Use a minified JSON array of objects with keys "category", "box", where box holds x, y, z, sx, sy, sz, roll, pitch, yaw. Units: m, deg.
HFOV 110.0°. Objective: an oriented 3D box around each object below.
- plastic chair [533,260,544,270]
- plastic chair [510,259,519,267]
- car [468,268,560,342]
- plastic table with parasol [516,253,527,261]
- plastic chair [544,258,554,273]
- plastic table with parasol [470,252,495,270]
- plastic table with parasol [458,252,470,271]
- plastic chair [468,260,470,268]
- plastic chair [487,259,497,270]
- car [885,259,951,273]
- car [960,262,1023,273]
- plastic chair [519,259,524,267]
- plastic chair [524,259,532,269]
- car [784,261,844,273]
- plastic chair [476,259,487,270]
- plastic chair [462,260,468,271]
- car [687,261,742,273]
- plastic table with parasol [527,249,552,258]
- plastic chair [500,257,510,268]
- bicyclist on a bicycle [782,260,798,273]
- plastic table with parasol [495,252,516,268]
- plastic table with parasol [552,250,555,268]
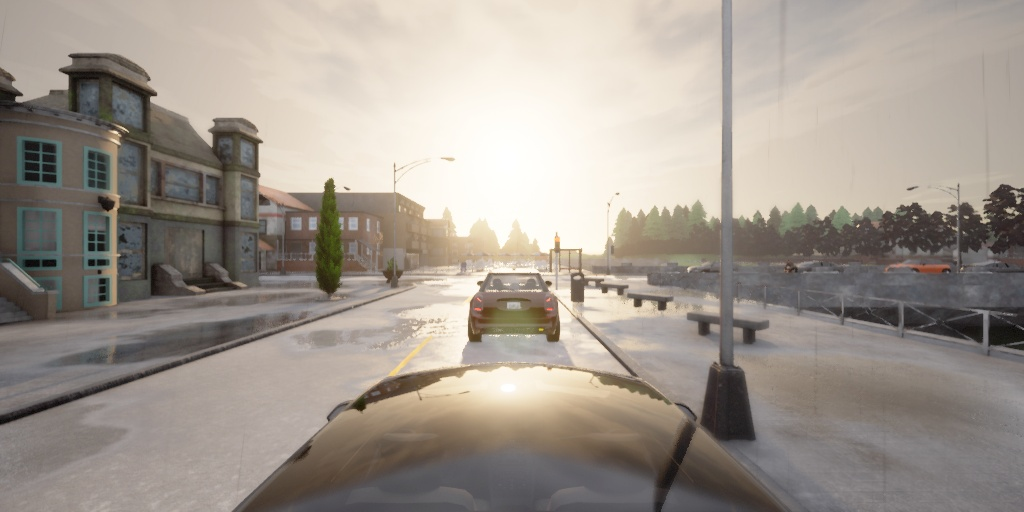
[{"category":"plastic chair","box":[3.596,1.263,47.882,0.750,1.272,0.730,0,0,0]},{"category":"plastic chair","box":[0.326,1.259,56.794,0.730,1.272,0.750,0,0,0]},{"category":"car","box":[0.066,1.099,9.953,2.097,1.767,4.553,0,0,1]},{"category":"plastic table with parasol","box":[1.373,0.653,64.500,2.482,2.480,2.482,0,0,0]},{"category":"plastic chair","box":[5.000,1.262,48.978,0.730,1.272,0.750,0,0,0]},{"category":"plastic table with parasol","box":[-4.077,0.658,49.929,2.482,2.480,2.482,0,0,0]},{"category":"plastic table with parasol","box":[-6.945,0.656,56.528,2.482,2.480,2.482,0,0,0]},{"category":"plastic chair","box":[-5.397,1.262,50.013,0.730,1.272,0.750,0,0,0]},{"category":"plastic chair","box":[-2.797,1.262,49.804,0.730,1.272,0.750,0,0,0]},{"category":"car","box":[38.350,1.090,33.950,4.553,1.767,2.097,0,0,0]},{"category":"car","box":[40.466,1.245,29.852,4.892,1.490,1.837,0,0,1]},{"category":"plastic chair","box":[1.252,1.257,63.322,0.750,1.272,0.730,0,0,0]},{"category":"plastic chair","box":[2.401,1.262,49.187,0.730,1.272,0.750,0,0,0]},{"category":"car","box":[28.536,1.243,33.998,4.892,1.490,1.837,0,0,0]},{"category":"plastic chair","box":[-4.201,1.262,48.709,0.750,1.272,0.730,0,0,0]},{"category":"plastic chair","box":[-6.875,1.260,55.350,0.750,1.272,0.730,0,0,0]},{"category":"car","box":[19.238,1.230,34.033,4.902,1.511,2.128,0,0,0]},{"category":"plastic table with parasol","box":[3.740,0.658,49.152,2.482,2.480,2.482,0,0,0]},{"category":"plastic chair","box":[-1.077,1.260,55.698,0.750,1.272,0.730,0,0,0]},{"category":"bicyclist on a bicycle","box":[19.892,1.090,25.632,0.582,1.620,1.656,0,0,0]},{"category":"plastic table with parasol","box":[-1.023,0.655,56.898,2.482,2.480,2.482,0,0,0]},{"category":"plastic table with parasol","box":[5.180,0.655,57.777,2.482,2.480,2.482,0,0,0]}]
